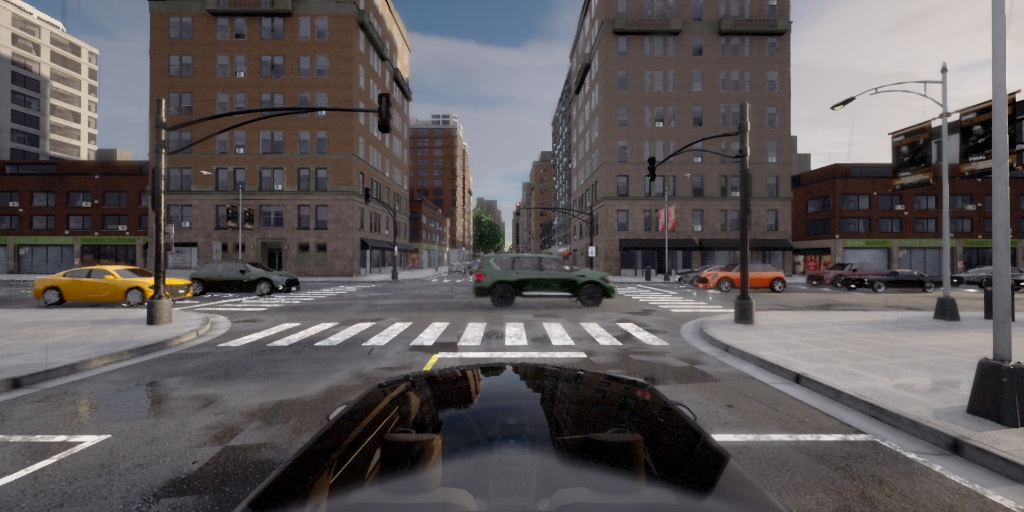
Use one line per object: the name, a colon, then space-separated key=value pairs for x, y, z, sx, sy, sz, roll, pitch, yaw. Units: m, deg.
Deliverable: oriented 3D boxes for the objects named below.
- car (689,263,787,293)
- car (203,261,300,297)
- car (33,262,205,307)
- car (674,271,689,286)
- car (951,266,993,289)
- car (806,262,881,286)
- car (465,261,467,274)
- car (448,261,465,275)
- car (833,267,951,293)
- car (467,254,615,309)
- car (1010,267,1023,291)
car: x=13.391 y=1.181 z=21.163 sx=4.553 sy=1.767 sz=2.097 roll=0 pitch=0 yaw=0
car: x=-13.094 y=1.039 z=17.704 sx=4.553 sy=1.767 sz=2.097 roll=0 pitch=0 yaw=-3
car: x=-15.629 y=1.126 z=14.234 sx=5.008 sy=1.535 sz=1.882 roll=0 pitch=0 yaw=0
car: x=13.691 y=1.348 z=24.431 sx=4.902 sy=1.511 sz=2.128 roll=0 pitch=0 yaw=0
car: x=32.769 y=1.448 z=24.556 sx=4.892 sy=1.490 sz=1.837 roll=0 pitch=0 yaw=0
car: x=22.885 y=1.250 z=24.486 sx=4.553 sy=1.767 sz=2.097 roll=0 pitch=0 yaw=-1
car: x=-3.268 y=1.267 z=37.591 sx=2.128 sy=1.511 sz=4.902 roll=0 pitch=0 yaw=0
car: x=-6.064 y=1.329 z=39.847 sx=2.007 sy=1.370 sz=4.403 roll=0 pitch=0 yaw=-1
car: x=22.377 y=1.470 z=21.232 sx=4.718 sy=1.301 sz=1.895 roll=0 pitch=0 yaw=-1
car: x=1.192 y=0.939 z=14.361 sx=5.566 sy=2.045 sz=2.150 roll=0 pitch=0 yaw=0
car: x=32.316 y=1.479 z=21.303 sx=4.181 sy=1.385 sz=1.994 roll=0 pitch=0 yaw=-1
